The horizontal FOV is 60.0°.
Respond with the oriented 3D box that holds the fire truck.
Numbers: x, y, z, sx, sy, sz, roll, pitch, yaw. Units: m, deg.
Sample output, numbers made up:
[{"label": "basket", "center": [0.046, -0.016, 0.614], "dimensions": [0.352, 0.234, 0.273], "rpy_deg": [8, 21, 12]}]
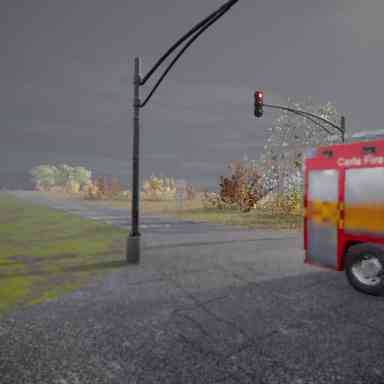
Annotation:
[{"label": "fire truck", "center": [6.203, 0.366, 5.780], "dimensions": [2.891, 3.827, 8.468], "rpy_deg": [0, 1, -32]}]
